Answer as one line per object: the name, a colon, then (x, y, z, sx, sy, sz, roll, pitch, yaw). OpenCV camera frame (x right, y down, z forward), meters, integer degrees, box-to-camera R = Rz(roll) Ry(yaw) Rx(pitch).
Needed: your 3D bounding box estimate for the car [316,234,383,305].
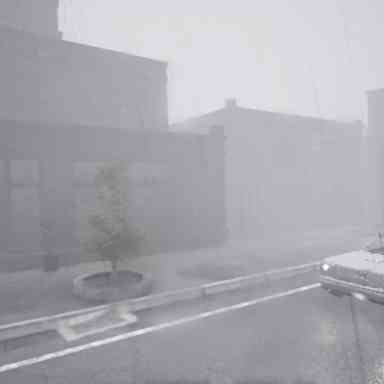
car: (4.858, 1.595, 7.343, 4.718, 1.301, 1.895, 0, 0, -35)
